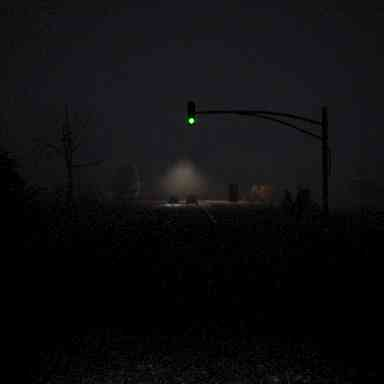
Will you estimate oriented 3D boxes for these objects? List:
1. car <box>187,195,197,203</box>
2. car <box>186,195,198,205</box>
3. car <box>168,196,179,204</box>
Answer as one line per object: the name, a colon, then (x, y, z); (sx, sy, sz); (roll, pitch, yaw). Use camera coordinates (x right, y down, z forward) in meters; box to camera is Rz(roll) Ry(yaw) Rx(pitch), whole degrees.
car: (-0.005, 1.399, 69.726); (1.837, 1.490, 4.892); (0, 0, 0)
car: (-0.004, 1.401, 59.690); (2.097, 1.767, 4.553); (0, 0, 0)
car: (-3.505, 1.562, 63.890); (1.837, 1.490, 4.892); (0, 0, 0)
